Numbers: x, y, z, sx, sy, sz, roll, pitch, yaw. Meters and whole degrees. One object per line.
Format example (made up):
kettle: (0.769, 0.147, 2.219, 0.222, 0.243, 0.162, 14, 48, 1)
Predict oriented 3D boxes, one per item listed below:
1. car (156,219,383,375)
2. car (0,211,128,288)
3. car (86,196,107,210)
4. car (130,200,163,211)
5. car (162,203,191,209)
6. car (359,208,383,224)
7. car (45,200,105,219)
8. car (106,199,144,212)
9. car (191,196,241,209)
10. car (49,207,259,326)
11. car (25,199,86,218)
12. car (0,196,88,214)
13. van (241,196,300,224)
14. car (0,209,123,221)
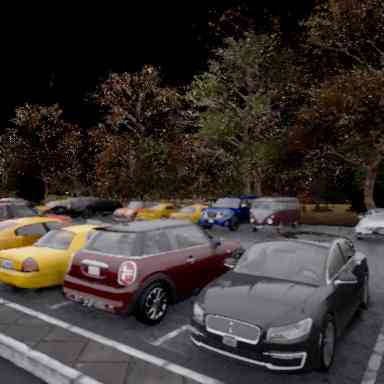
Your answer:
car: (1.875, 1.529, 5.975, 2.231, 1.521, 4.892, 0, 0, 36)
car: (-2.532, 1.551, 9.380, 1.946, 1.575, 5.366, 0, 0, 36)
car: (-8.649, 1.337, 29.740, 2.435, 2.045, 5.566, 0, 0, 36)
car: (-1.887, 1.589, 24.814, 2.097, 1.535, 5.008, 0, 0, 36)
car: (0.582, 1.573, 23.266, 1.946, 1.575, 5.366, 0, 0, 36)
car: (9.505, 1.564, 16.594, 2.002, 1.452, 4.674, 0, 0, 36)
car: (-10.924, 1.572, 31.356, 2.097, 1.535, 5.008, 1, 0, 36)
car: (-4.123, 1.472, 26.475, 2.185, 1.767, 4.553, 0, 0, 36)
car: (2.714, 1.312, 21.462, 2.435, 2.045, 5.566, 0, 0, 36)
car: (-0.505, 1.416, 7.648, 2.185, 1.767, 4.553, 0, 0, 36)
car: (-13.297, 1.544, 32.834, 1.946, 1.575, 5.366, 1, 0, 36)
car: (-7.137, 1.328, 12.513, 2.435, 2.045, 5.566, 0, 0, 36)
van: (4.920, 1.324, 19.760, 1.878, 1.987, 4.442, 0, 0, 36)
car: (-4.900, 1.567, 10.855, 2.097, 1.535, 5.008, 0, 0, 36)
